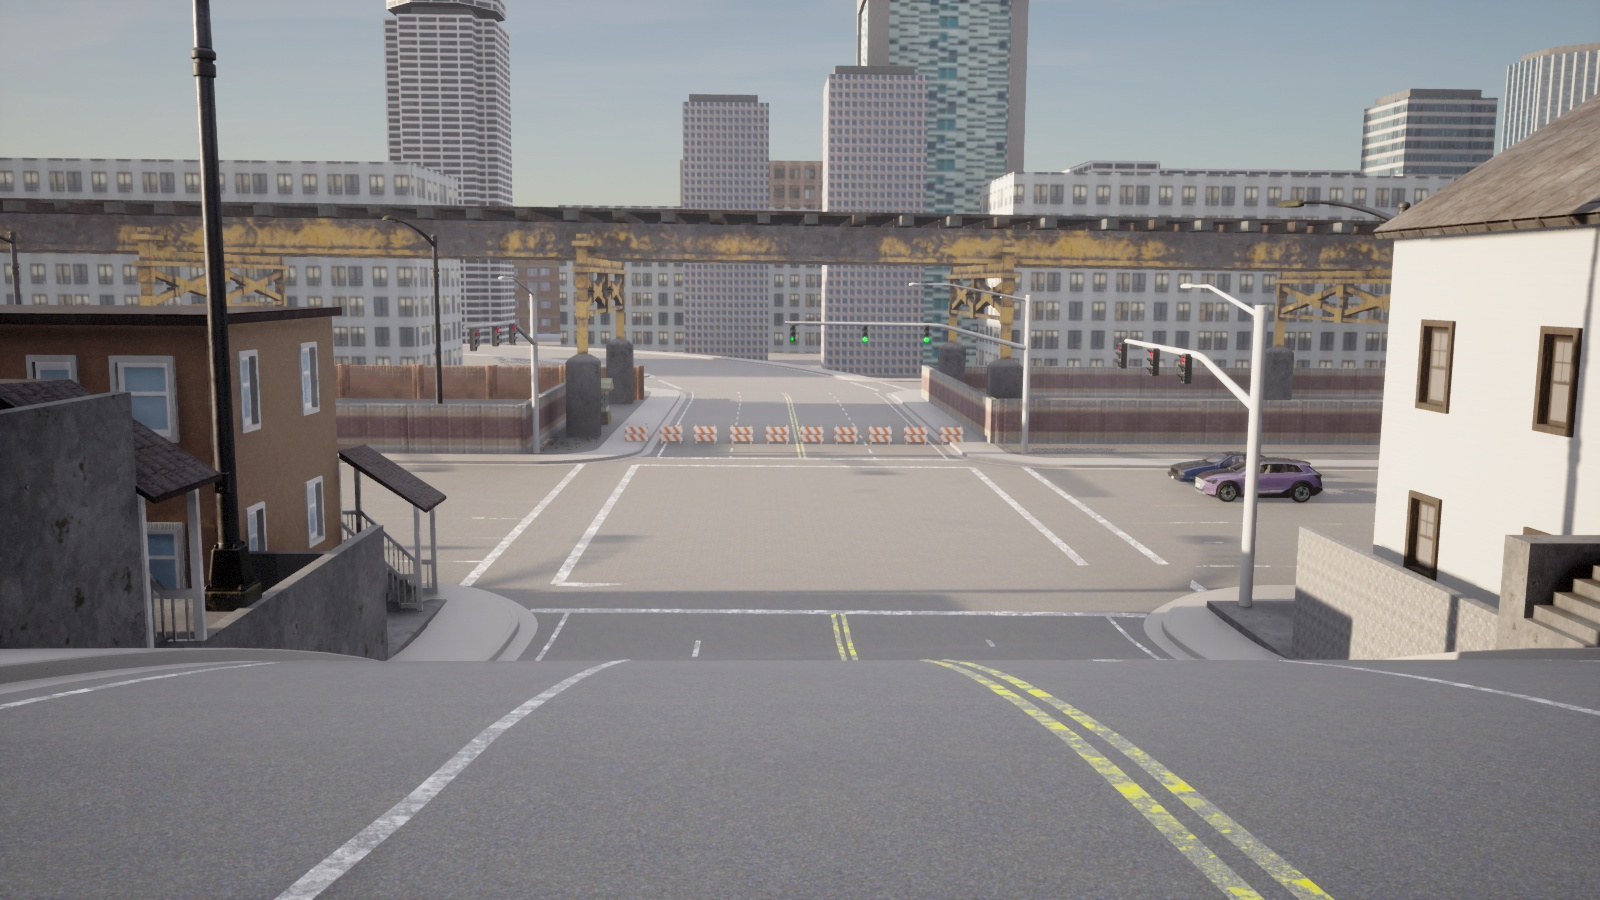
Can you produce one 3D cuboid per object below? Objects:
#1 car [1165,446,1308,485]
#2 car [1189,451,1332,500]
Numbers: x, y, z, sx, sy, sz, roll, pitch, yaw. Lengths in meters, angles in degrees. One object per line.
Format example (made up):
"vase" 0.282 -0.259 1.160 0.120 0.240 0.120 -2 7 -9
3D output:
"car" 18.588 0.645 53.629 5.357 1.411 2.033 0 8 0
"car" 18.324 0.991 50.139 4.856 1.649 2.033 0 8 0
